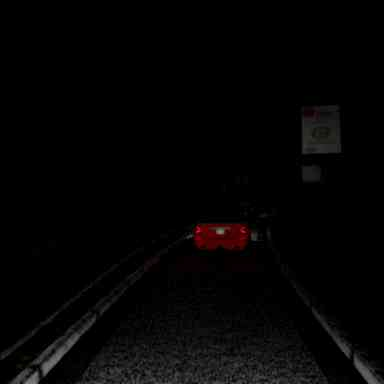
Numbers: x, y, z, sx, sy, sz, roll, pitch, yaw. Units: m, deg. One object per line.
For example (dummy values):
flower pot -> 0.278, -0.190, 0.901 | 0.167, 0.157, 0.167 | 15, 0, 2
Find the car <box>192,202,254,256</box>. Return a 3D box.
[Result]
car -> 1.355, 1.423, 13.728 | 2.097, 1.767, 4.553 | -1, 0, 10

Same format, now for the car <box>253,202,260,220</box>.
car -> 4.988, 1.598, 29.621 | 1.882, 1.535, 5.008 | -1, 0, 15
